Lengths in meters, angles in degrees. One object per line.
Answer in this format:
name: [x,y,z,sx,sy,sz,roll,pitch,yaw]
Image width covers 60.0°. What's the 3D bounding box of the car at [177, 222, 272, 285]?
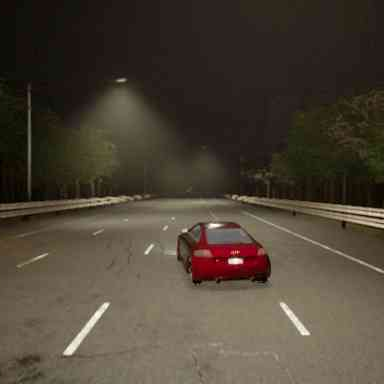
car: [0.707,1.533,9.545,1.994,1.385,4.181,0,0,-8]
